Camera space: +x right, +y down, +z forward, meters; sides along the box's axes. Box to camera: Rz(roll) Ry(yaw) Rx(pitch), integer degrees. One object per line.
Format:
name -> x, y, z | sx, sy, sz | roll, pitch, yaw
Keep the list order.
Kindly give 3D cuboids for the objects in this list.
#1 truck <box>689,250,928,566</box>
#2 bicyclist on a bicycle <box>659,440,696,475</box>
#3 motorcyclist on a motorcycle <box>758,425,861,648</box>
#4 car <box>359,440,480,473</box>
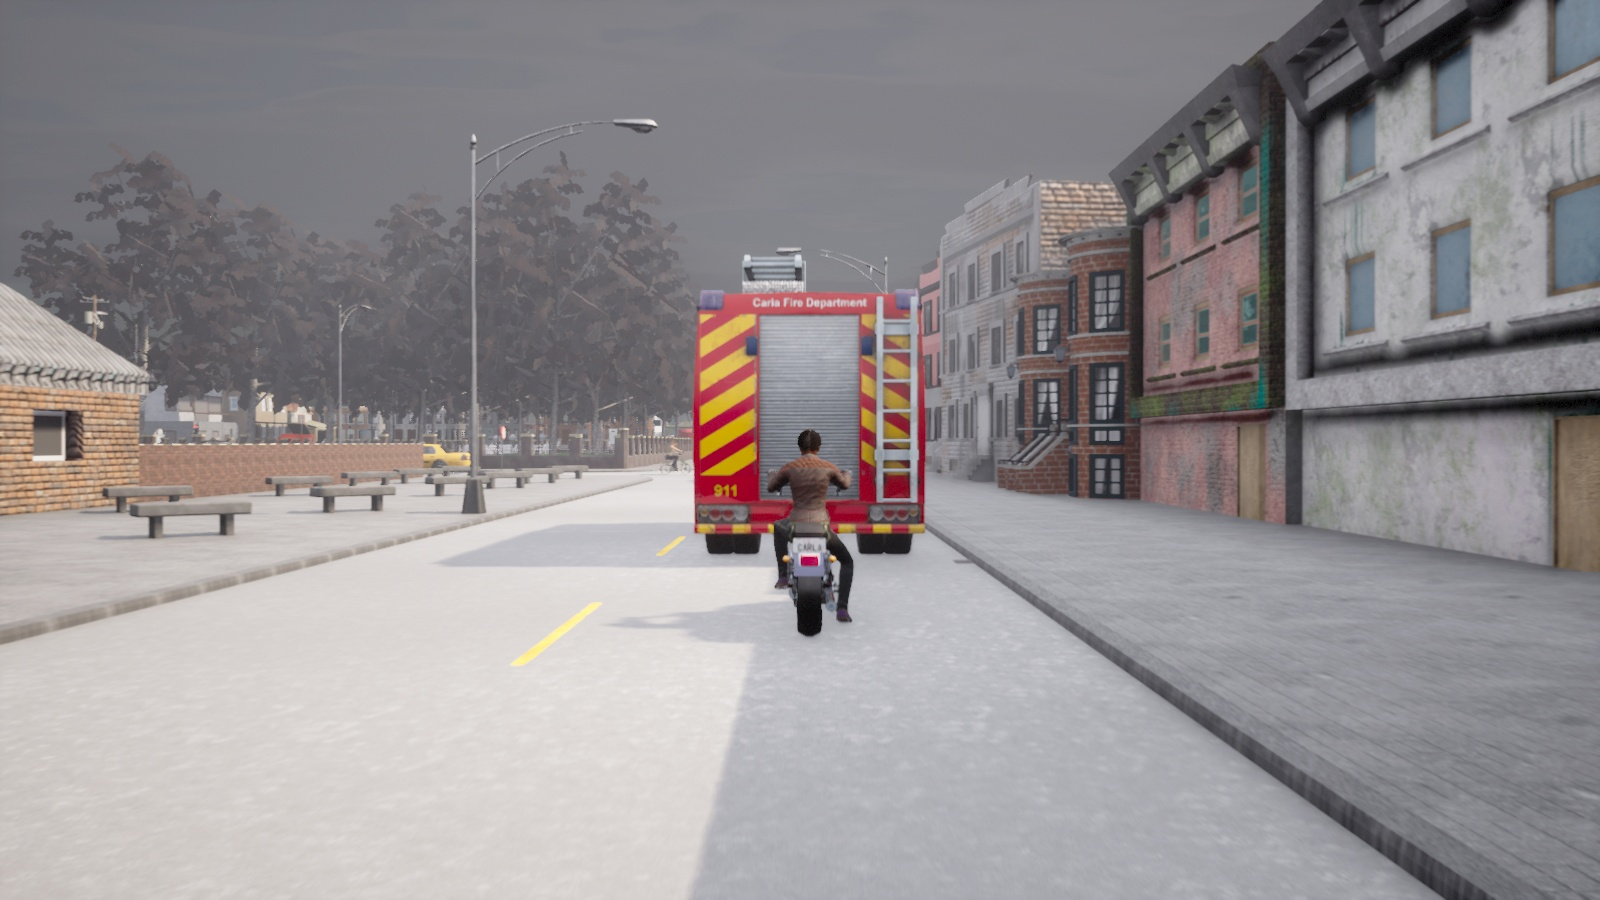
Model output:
truck -> 0.132, -0.528, 19.456 | 2.891, 3.827, 8.468 | 0, 0, 0
bicyclist on a bicycle -> -5.661, 0.351, 58.058 | 1.509, 1.612, 0.866 | 0, -2, -23
motorcyclist on a motorcycle -> 0.077, 0.638, 10.457 | 0.766, 1.649, 2.350 | 0, 0, 0
car -> -18.543, 0.325, 61.323 | 5.366, 1.575, 1.801 | 0, 0, -2
